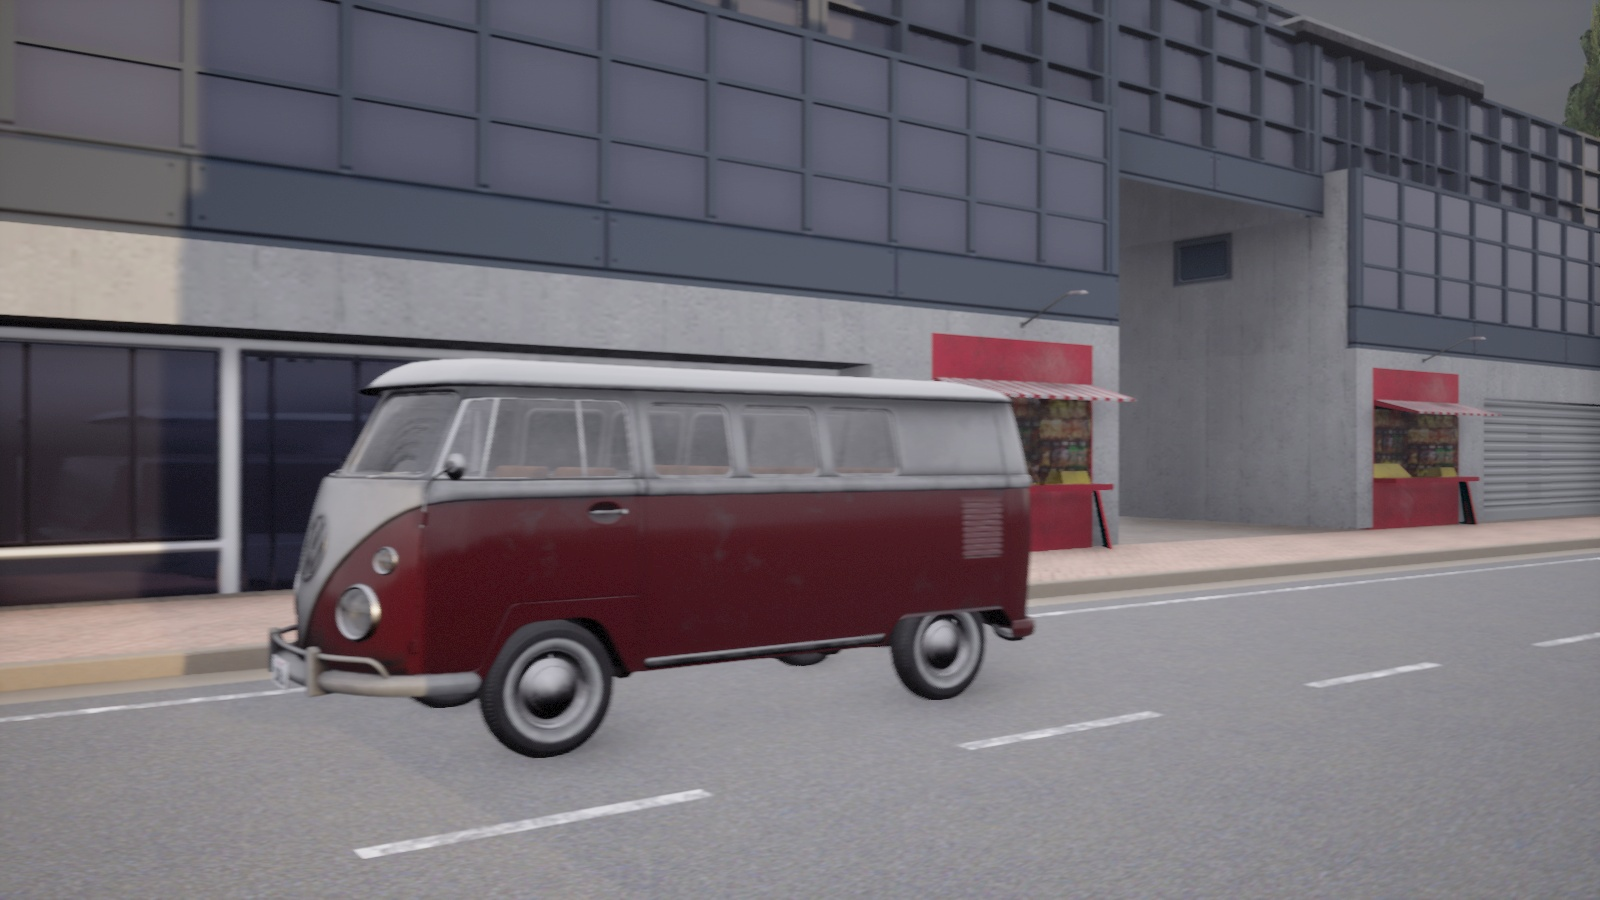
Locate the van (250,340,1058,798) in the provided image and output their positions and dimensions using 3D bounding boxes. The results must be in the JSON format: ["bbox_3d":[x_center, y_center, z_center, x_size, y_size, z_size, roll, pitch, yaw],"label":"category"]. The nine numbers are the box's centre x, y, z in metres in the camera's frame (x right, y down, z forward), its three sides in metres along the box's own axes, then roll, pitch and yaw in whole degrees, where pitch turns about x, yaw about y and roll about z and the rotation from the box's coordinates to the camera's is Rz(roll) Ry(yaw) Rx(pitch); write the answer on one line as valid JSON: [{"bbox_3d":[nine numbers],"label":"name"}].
[{"bbox_3d":[-0.694,0.517,7.442,4.442,1.987,1.775,0,0,-35],"label":"van"}]
